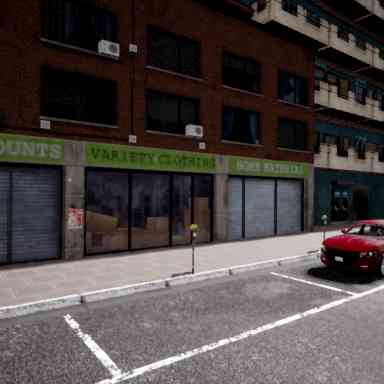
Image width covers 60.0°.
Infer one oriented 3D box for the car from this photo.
[{"bbox_3d":[5.767,1.548,10.209,4.507,1.381,1.887,0,1,-36],"label":"car"}]
